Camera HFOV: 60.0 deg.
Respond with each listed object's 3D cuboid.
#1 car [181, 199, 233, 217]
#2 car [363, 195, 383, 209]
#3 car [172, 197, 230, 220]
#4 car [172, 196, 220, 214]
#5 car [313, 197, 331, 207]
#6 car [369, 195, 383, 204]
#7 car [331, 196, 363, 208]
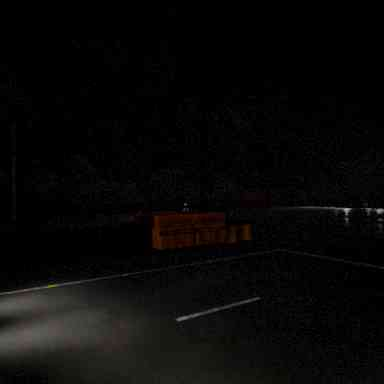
[{"bbox_3d":[1.458,1.464,30.837,4.674,1.442,1.812,0,0,-36],"label":"car"},{"bbox_3d":[24.629,1.321,43.078,4.892,1.490,1.837,-2,1,-35],"label":"car"},{"bbox_3d":[0.588,1.306,25.914,4.553,1.767,2.097,0,0,-36],"label":"car"},{"bbox_3d":[0.423,1.285,34.398,4.553,1.767,2.097,0,0,-36],"label":"car"},{"bbox_3d":[19.572,1.427,48.069,4.718,1.301,1.895,0,0,-35],"label":"car"},{"bbox_3d":[32.965,1.301,57.548,5.357,1.411,2.033,0,0,-35],"label":"car"},{"bbox_3d":[21.513,1.329,45.154,4.892,1.490,1.837,-2,1,-35],"label":"car"}]
